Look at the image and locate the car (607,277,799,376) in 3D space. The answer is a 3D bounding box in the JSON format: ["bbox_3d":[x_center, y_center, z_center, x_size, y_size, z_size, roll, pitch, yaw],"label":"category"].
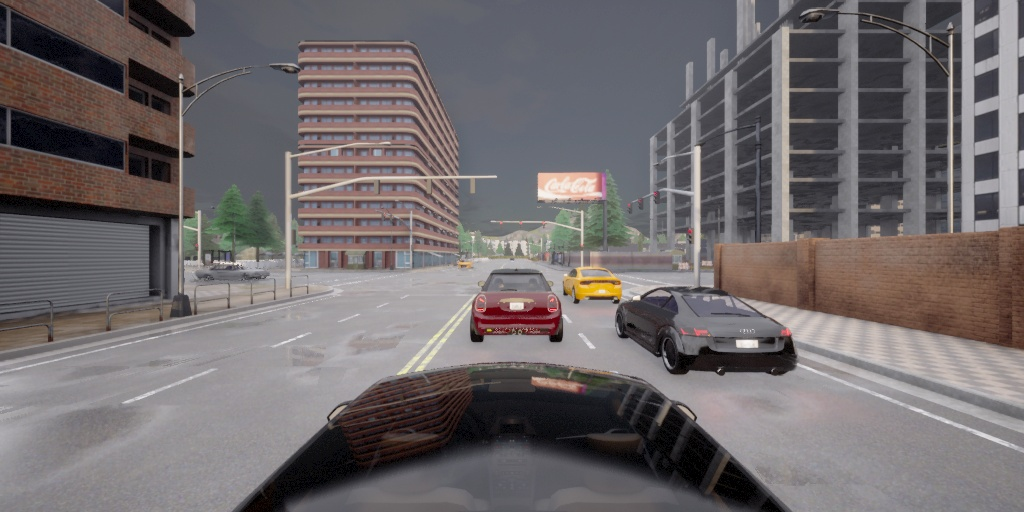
[{"bbox_3d":[3.601,1.314,7.498,1.994,1.385,4.181,0,0,0],"label":"car"}]

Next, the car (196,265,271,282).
[{"bbox_3d":[-21.845,1.351,28.243,4.718,1.301,1.895,0,0,1],"label":"car"}]

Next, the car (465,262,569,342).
[{"bbox_3d":[0.104,1.102,9.904,2.097,1.767,4.553,0,0,0],"label":"car"}]

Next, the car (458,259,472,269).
[{"bbox_3d":[-7.075,1.228,54.818,1.882,1.535,5.008,0,0,0],"label":"car"}]

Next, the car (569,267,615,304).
[{"bbox_3d":[3.505,1.228,16.431,1.882,1.535,5.008,0,0,0],"label":"car"}]
